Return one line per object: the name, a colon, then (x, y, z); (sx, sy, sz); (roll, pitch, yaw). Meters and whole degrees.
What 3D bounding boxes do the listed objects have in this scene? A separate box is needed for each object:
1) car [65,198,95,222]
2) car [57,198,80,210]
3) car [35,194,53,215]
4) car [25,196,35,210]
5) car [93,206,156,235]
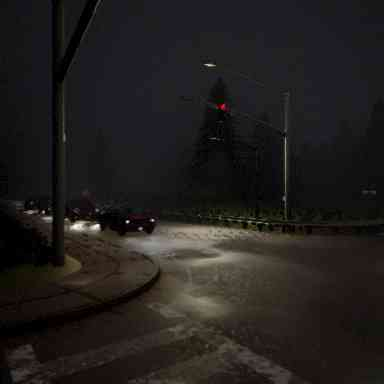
car: (-9.042, 1.373, 26.798); (2.097, 1.767, 4.553); (0, 0, -34)
car: (-16.478, 1.543, 44.181); (1.812, 1.442, 4.674); (0, 0, -34)
car: (-14.542, 1.242, 34.827); (2.150, 2.045, 5.566); (0, 0, -35)
car: (-20.305, 1.373, 43.286); (2.097, 1.767, 4.553); (0, 0, -34)
car: (-3.937, 1.622, 19.357); (1.895, 1.301, 4.718); (0, 0, -34)
